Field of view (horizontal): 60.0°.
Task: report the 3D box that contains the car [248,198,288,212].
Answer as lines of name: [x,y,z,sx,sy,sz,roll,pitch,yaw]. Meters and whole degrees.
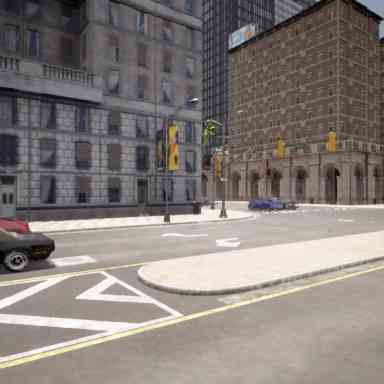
car: [8.532,1.525,38.979,1.812,1.442,4.674,0,0,-35]

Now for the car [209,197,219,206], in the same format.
car: [2.394,1.491,53.829,2.128,1.511,4.902,0,0,-35]

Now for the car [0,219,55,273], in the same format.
car: [-6.480,1.601,9.221,4.718,1.301,1.895,0,0,-35]

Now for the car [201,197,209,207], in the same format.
car: [-0.065,1.477,51.235,1.882,1.535,5.008,0,0,-35]

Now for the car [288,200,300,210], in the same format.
car: [11.055,1.492,41.478,2.128,1.511,4.902,0,0,-35]

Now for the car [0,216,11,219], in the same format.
car: [-8.424,1.526,12.126,4.674,1.442,1.812,0,0,-35]
